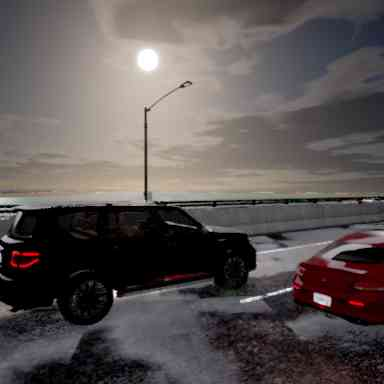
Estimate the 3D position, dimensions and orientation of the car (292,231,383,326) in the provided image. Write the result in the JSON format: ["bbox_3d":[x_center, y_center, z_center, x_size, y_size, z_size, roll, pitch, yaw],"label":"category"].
[{"bbox_3d":[3.907,1.500,6.516,4.674,1.442,1.812,0,0,-35],"label":"car"}]

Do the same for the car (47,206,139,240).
[{"bbox_3d":[-5.150,1.541,17.499,4.181,1.385,1.994,0,0,-35],"label":"car"}]

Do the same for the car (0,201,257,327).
[{"bbox_3d":[-1.084,1.209,7.265,5.566,2.045,2.150,0,0,-35],"label":"car"}]

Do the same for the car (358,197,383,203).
[{"bbox_3d":[25.835,1.415,47.638,4.718,1.301,1.895,0,0,-34],"label":"car"}]

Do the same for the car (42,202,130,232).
[{"bbox_3d":[-6.530,1.478,20.813,4.892,1.490,1.837,0,0,-35],"label":"car"}]
